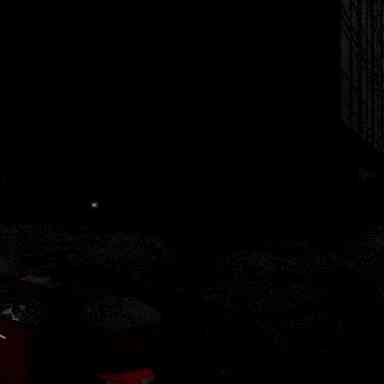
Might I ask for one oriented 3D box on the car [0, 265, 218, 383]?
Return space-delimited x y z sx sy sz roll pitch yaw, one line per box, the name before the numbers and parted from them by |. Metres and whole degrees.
car | -1.675 1.612 4.159 4.206 1.307 1.802 -1 0 36
